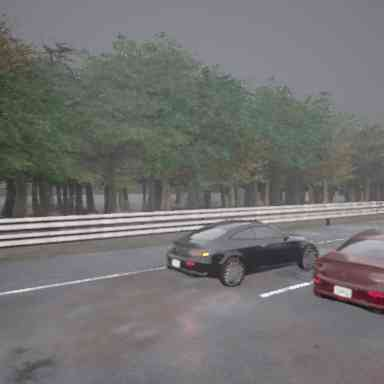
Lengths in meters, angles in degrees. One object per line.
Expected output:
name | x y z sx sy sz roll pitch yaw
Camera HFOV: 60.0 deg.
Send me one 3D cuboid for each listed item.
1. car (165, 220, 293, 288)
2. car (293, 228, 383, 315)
car | 1.494 1.486 9.116 4.674 1.442 1.812 0 0 -35
car | 4.380 1.480 6.875 4.674 1.442 1.812 0 0 -36
